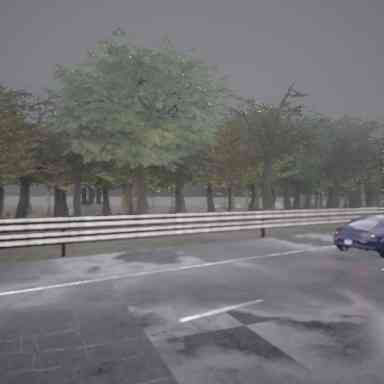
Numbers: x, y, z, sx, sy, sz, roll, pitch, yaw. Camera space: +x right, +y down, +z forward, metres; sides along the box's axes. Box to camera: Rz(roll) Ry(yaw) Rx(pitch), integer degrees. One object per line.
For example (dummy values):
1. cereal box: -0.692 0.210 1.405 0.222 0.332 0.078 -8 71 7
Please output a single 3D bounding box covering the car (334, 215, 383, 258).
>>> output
1. car: 7.604 1.668 13.351 4.674 1.442 1.812 0 0 -33
